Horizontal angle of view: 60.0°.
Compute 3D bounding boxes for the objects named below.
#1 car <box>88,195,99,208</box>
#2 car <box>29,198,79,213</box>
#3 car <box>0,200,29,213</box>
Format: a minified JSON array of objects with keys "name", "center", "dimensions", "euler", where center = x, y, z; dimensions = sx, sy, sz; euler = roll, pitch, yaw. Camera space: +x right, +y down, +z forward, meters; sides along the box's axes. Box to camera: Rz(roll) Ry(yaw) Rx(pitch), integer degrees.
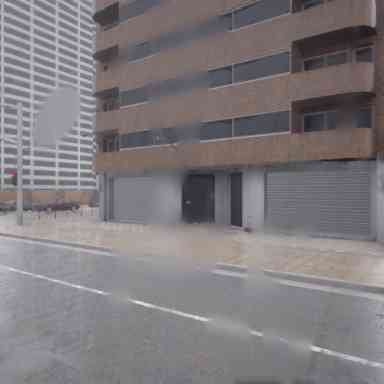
[{"name":"car","center":[-12.692,1.564,47.280],"dimensions":[1.994,1.385,4.181],"euler":[0,0,34]},{"name":"car","center":[-15.167,1.477,37.575],"dimensions":[1.882,1.535,5.008],"euler":[0,0,35]},{"name":"car","center":[-19.538,1.547,37.414],"dimensions":[2.033,1.411,5.357],"euler":[0,0,35]}]
